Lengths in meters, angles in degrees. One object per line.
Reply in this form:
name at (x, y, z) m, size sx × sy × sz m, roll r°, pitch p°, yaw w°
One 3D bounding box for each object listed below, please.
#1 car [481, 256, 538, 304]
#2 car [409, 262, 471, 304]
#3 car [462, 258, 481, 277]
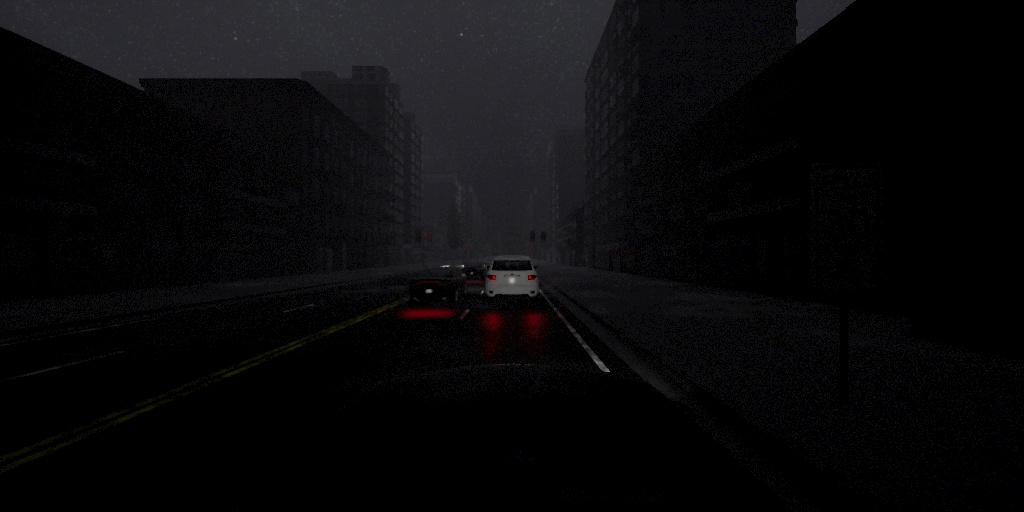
car at (0.000, 1.006, 16.530) m, size 2.150 × 2.045 × 5.566 m, roll 0°, pitch 0°, yaw 0°
car at (-3.250, 1.233, 16.500) m, size 1.882 × 1.535 × 5.008 m, roll 0°, pitch 0°, yaw 0°
car at (-3.250, 1.230, 31.500) m, size 1.882 × 1.535 × 5.008 m, roll 0°, pitch 0°, yaw 0°
